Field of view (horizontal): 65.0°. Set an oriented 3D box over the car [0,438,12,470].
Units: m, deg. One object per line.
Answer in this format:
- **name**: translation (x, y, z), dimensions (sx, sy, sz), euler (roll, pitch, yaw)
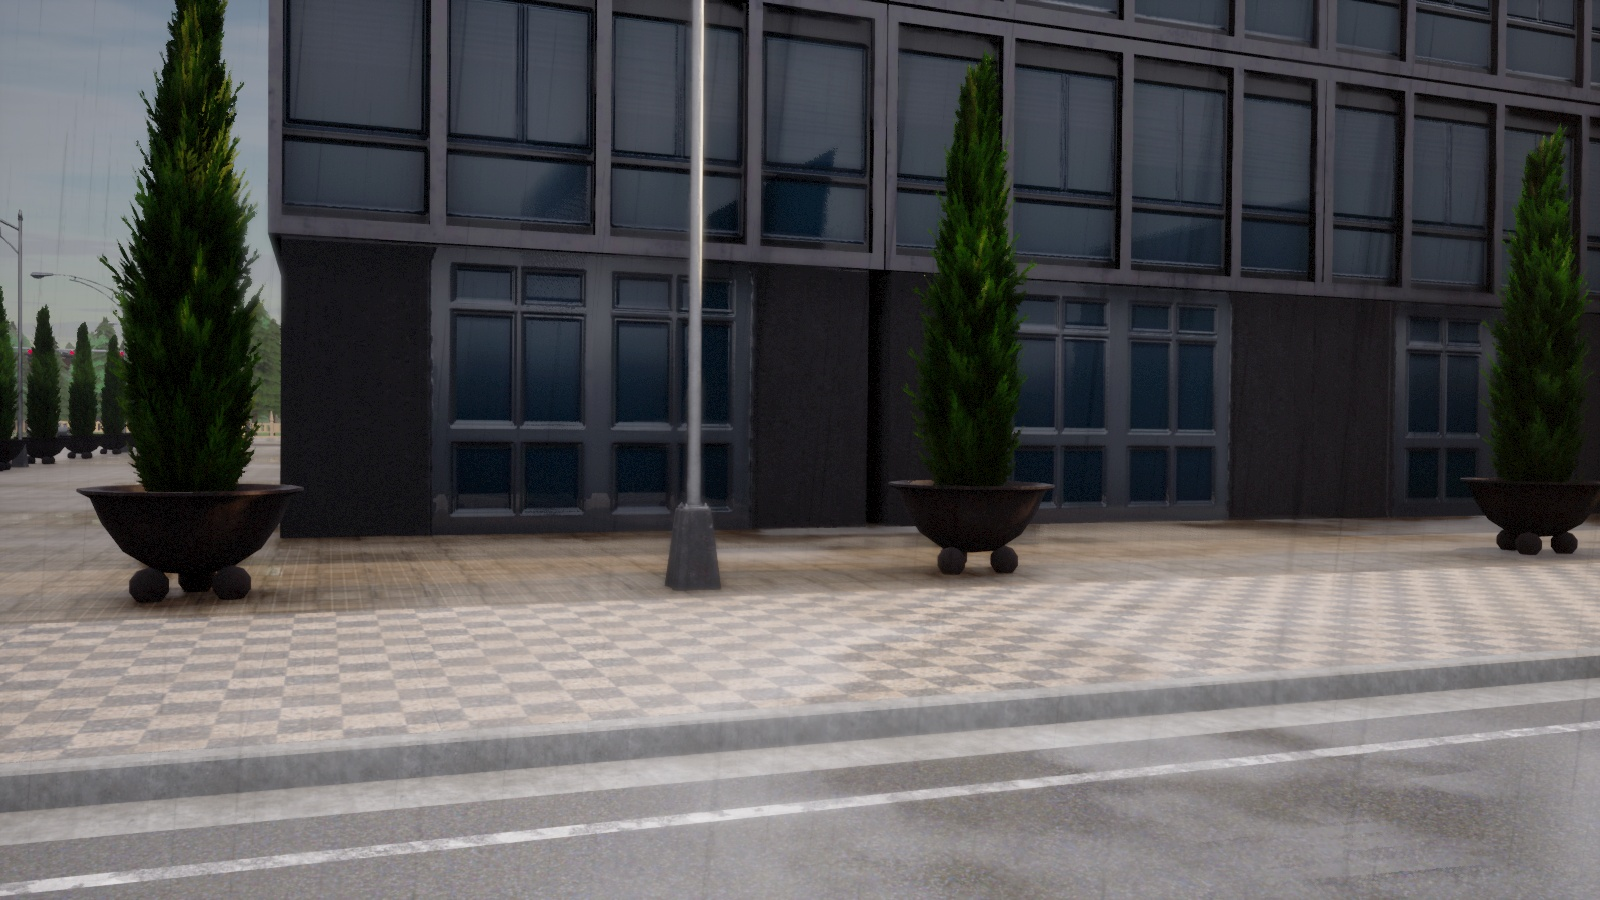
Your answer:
- **car**: translation (-38.497, 0.209, 58.691), dimensions (1.837, 1.490, 4.892), euler (-1, 1, -20)
